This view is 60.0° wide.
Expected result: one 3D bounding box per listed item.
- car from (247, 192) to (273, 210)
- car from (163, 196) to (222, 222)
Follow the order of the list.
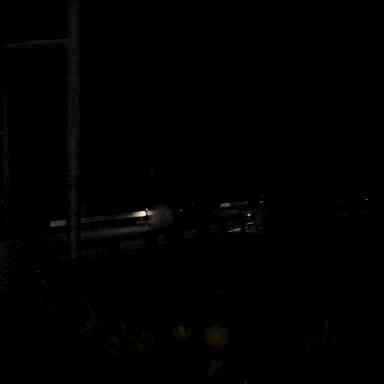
[{"bbox_3d":[6.974,0.778,30.642,1.882,1.535,5.008,0,1,42],"label":"car"},{"bbox_3d":[0.096,1.090,22.946,2.128,1.511,4.902,0,3,41],"label":"car"}]
